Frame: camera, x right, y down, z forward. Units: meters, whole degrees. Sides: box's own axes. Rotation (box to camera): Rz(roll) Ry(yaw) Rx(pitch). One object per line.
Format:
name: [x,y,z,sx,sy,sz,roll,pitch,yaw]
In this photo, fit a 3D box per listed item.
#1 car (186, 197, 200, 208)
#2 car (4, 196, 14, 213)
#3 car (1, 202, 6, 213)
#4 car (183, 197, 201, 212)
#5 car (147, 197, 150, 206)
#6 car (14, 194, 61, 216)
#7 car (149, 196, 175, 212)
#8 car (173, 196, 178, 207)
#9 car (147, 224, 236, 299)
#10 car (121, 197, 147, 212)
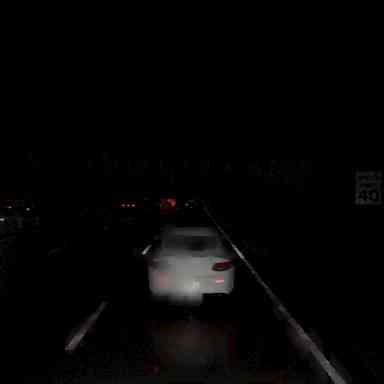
car: [0.193,1.477,49.538,1.882,1.535,5.008,0,0,1]
car: [-18.533,1.221,36.592,2.150,2.045,5.566,0,0,0]
car: [-15.106,1.564,22.774,1.994,1.385,4.181,0,0,0]
car: [-0.012,1.526,39.321,1.812,1.442,4.674,0,0,1]
car: [-6.806,1.525,49.677,1.812,1.442,4.674,0,0,1]
car: [-15.043,1.221,33.255,2.150,2.045,5.566,0,0,0]
car: [-3.508,1.564,39.731,1.994,1.385,4.181,0,0,1]
car: [-3.308,1.352,49.559,2.097,1.767,4.553,0,0,1]
car: [-0.012,1.526,8.304,1.812,1.442,4.674,0,0,0]
car: [-7.012,1.547,39.316,2.033,1.411,5.357,0,0,1]
